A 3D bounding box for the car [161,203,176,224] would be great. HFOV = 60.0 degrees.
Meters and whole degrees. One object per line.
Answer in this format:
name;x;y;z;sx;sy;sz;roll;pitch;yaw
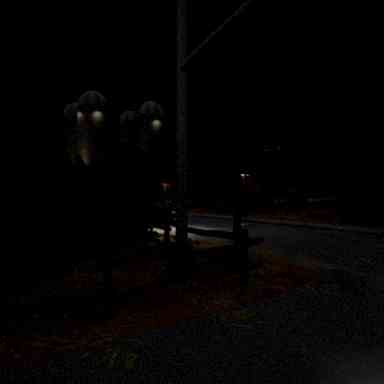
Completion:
car;-2.963;1.351;23.593;2.097;1.767;4.553;0;0;-36
